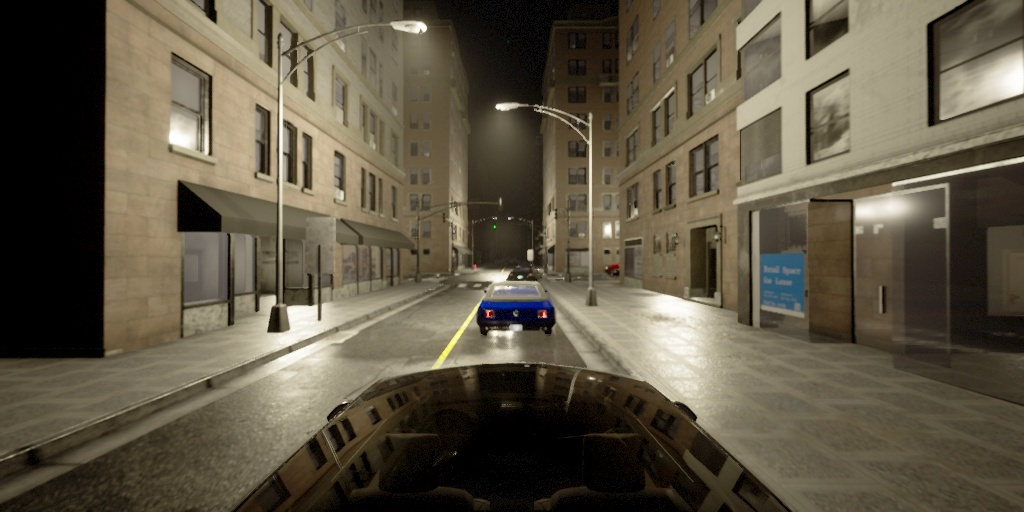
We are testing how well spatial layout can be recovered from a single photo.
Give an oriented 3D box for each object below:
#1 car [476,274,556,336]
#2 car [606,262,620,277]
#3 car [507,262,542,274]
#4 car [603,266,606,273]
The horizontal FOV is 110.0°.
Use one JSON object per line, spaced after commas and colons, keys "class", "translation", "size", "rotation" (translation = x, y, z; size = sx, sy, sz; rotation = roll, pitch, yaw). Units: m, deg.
{"class": "car", "translation": [0.104, 1.378, 10.498], "size": [1.895, 1.301, 4.718], "rotation": [0, 0, 0]}
{"class": "car", "translation": [12.457, 1.419, 35.246], "size": [5.357, 1.411, 2.033], "rotation": [0, 0, 0]}
{"class": "car", "translation": [1.028, 1.396, 26.053], "size": [1.994, 1.385, 4.181], "rotation": [0, 0, 13]}
{"class": "car", "translation": [12.270, 1.204, 37.777], "size": [5.009, 1.841, 2.192], "rotation": [0, 0, 0]}
